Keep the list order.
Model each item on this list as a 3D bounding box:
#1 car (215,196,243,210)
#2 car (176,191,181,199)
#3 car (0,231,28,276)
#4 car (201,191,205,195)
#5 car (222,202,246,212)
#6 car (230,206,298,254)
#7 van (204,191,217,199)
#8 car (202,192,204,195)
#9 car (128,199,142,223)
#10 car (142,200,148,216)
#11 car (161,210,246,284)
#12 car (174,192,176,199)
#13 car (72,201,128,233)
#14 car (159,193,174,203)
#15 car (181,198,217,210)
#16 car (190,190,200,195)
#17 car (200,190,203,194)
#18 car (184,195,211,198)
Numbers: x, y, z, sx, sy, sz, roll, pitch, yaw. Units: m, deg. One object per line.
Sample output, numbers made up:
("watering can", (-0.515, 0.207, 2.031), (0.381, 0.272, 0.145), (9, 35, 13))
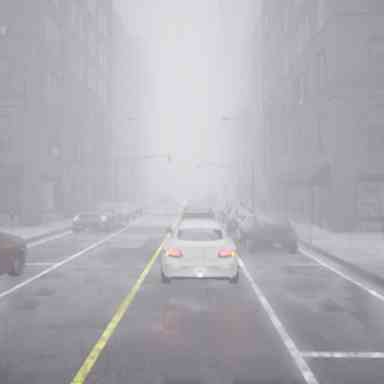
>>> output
("car", (2.951, 1.287, 23.941), (1.967, 1.590, 4.097), (0, 0, 1))
("car", (-4.303, 1.015, 79.196), (1.752, 1.417, 4.829), (0, 0, 1))
("car", (-5.304, 1.534, 7.492), (1.802, 1.307, 4.206), (0, 0, 1))
("car", (3.723, 1.071, 79.260), (1.802, 1.307, 4.206), (0, 0, 1))
("car", (2.875, 1.464, 18.423), (1.802, 1.307, 4.206), (0, 0, 1))
("car", (2.798, 1.468, 12.905), (2.008, 1.369, 4.403), (0, 0, 1))
("van", (3.406, 0.979, 56.536), (1.690, 1.788, 3.998), (0, 0, 1))
("car", (3.565, 1.147, 67.899), (1.802, 1.307, 4.206), (0, 0, 1))
("car", (-5.075, 1.373, 23.875), (1.752, 1.417, 4.829), (0, 0, 1))
("car", (-4.996, 1.362, 29.563), (2.008, 1.369, 4.403), (0, 0, 1))
("car", (0.210, 1.466, 9.282), (1.812, 1.442, 4.674), (0, 0, 1))
("car", (-4.539, 1.146, 62.322), (1.887, 1.381, 4.507), (0, 0, 1))
("car", (-5.150, 1.322, 18.527), (1.967, 1.590, 4.097), (0, 0, 1))
("car", (-4.618, 1.188, 56.641), (2.008, 1.369, 4.403), (0, 0, 1))
("car", (0.352, 1.355, 19.241), (1.882, 1.535, 5.008), (0, 0, 1))
("car", (1.189, 0.787, 86.669), (2.097, 1.767, 4.553), (0, 0, 1))
("car", (3.803, 0.764, 84.940), (2.192, 1.841, 5.009), (0, 0, 1))
("car", (0.385, 1.293, 28.993), (1.882, 1.535, 5.008), (0, 0, 1))
